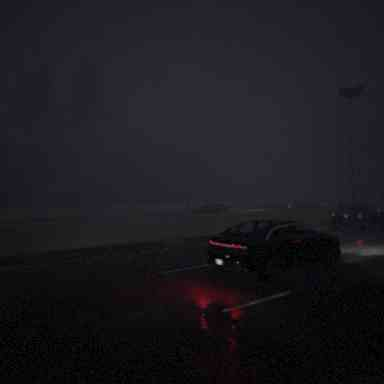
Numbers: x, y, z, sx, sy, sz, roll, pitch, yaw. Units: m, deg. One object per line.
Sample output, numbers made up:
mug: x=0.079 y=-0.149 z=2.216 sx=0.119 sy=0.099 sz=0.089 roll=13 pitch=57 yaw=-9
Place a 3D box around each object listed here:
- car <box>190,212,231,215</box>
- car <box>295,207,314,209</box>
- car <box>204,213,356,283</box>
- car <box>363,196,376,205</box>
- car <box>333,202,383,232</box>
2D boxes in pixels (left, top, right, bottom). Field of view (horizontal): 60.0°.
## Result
car: x=1.772 y=1.827 z=32.413 sx=4.892 sy=1.490 sz=1.837 roll=0 pitch=-1 yaw=-42
car: x=13.440 y=1.770 z=38.792 sx=1.882 sy=1.535 sz=5.008 roll=-1 pitch=-1 yaw=44
car: x=2.603 y=1.578 z=10.047 sx=4.902 sy=1.511 sz=2.128 roll=0 pitch=-1 yaw=-38
car: x=37.648 y=1.772 z=70.416 sx=2.097 sy=1.767 sz=4.553 roll=-1 pitch=-1 yaw=31
car: x=10.764 y=1.487 z=21.292 sx=4.553 sy=1.767 sz=2.097 roll=0 pitch=-1 yaw=-42
